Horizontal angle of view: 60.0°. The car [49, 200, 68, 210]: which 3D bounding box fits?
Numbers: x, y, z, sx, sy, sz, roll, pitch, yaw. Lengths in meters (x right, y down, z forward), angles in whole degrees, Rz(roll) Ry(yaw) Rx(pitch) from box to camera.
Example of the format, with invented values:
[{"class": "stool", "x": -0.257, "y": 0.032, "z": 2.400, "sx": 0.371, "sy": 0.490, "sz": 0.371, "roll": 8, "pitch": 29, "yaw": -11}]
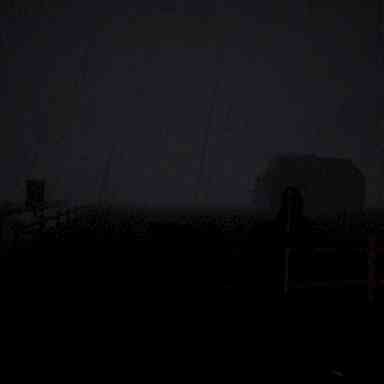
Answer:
[{"class": "car", "x": -19.708, "y": 1.833, "z": 49.368, "sx": 2.033, "sy": 1.411, "sz": 5.357, "roll": 2, "pitch": -1, "yaw": -12}]
